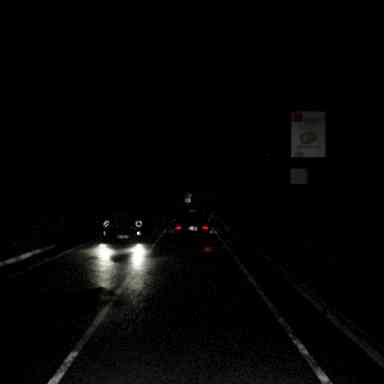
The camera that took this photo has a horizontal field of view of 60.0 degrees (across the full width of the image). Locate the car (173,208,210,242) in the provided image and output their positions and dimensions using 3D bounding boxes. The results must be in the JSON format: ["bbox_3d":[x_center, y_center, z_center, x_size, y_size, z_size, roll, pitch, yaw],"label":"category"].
[{"bbox_3d":[-0.019,1.763,17.705,2.033,1.411,5.357,0,-1,0],"label":"car"}]

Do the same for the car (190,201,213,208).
[{"bbox_3d":[0.712,2.022,33.920,2.128,1.511,4.902,0,-1,9],"label":"car"}]

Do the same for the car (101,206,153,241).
[{"bbox_3d":[-3.373,1.572,17.981,2.097,1.767,4.553,0,-1,0],"label":"car"}]
